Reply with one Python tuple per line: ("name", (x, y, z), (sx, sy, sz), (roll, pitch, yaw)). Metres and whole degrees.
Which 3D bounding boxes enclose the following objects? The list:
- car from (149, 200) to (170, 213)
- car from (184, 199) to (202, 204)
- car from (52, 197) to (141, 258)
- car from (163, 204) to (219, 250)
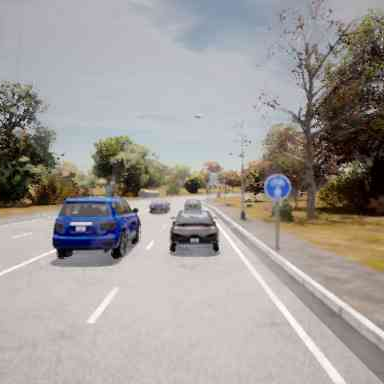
("car", (-3.384, 1.487, 36.034), (1.895, 1.301, 4.718), (0, 0, 0))
("car", (0.101, 1.438, 35.355), (2.033, 1.411, 5.357), (0, 0, 0))
("car", (-3.405, 1.214, 12.862), (2.150, 2.045, 5.566), (0, 0, 0))
("car", (0.095, 1.481, 14.151), (2.128, 1.511, 4.902), (0, 0, 0))
